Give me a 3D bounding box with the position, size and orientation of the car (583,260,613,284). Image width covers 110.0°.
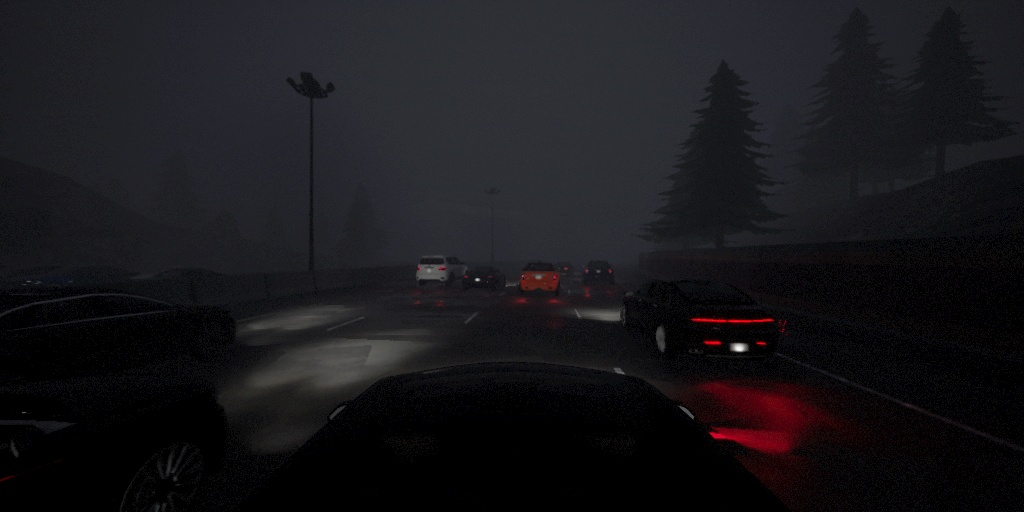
[{"bbox_3d":[6.381,1.101,26.781,2.097,1.767,4.553,0,0,11],"label":"car"}]

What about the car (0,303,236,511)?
[{"bbox_3d":[-3.328,1.241,1.042,2.128,1.511,4.902,0,0,0],"label":"car"}]

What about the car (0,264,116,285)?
[{"bbox_3d":[-23.354,1.219,19.402,1.882,1.535,5.008,0,0,7],"label":"car"}]

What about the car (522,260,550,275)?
[{"bbox_3d":[2.768,1.238,40.847,2.128,1.511,4.902,0,0,17],"label":"car"}]

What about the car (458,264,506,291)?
[{"bbox_3d":[-1.602,1.311,22.020,1.994,1.385,4.181,0,0,9],"label":"car"}]

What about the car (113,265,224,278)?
[{"bbox_3d":[-16.470,1.307,17.970,1.994,1.385,4.181,0,0,7],"label":"car"}]

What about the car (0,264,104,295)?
[{"bbox_3d":[-26.783,1.245,20.153,1.837,1.490,4.892,0,0,7],"label":"car"}]

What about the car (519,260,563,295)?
[{"bbox_3d":[1.646,1.101,20.154,2.097,1.767,4.553,0,0,8],"label":"car"}]

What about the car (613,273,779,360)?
[{"bbox_3d":[3.912,1.256,8.358,1.837,1.490,4.892,0,0,3],"label":"car"}]

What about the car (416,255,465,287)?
[{"bbox_3d":[-4.690,0.968,24.961,2.150,2.045,5.566,0,0,10],"label":"car"}]

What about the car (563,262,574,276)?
[{"bbox_3d":[5.368,1.295,37.489,2.033,1.411,5.357,0,0,16],"label":"car"}]

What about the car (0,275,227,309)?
[{"bbox_3d":[-6.722,1.239,5.478,2.128,1.511,4.902,0,0,2],"label":"car"}]
